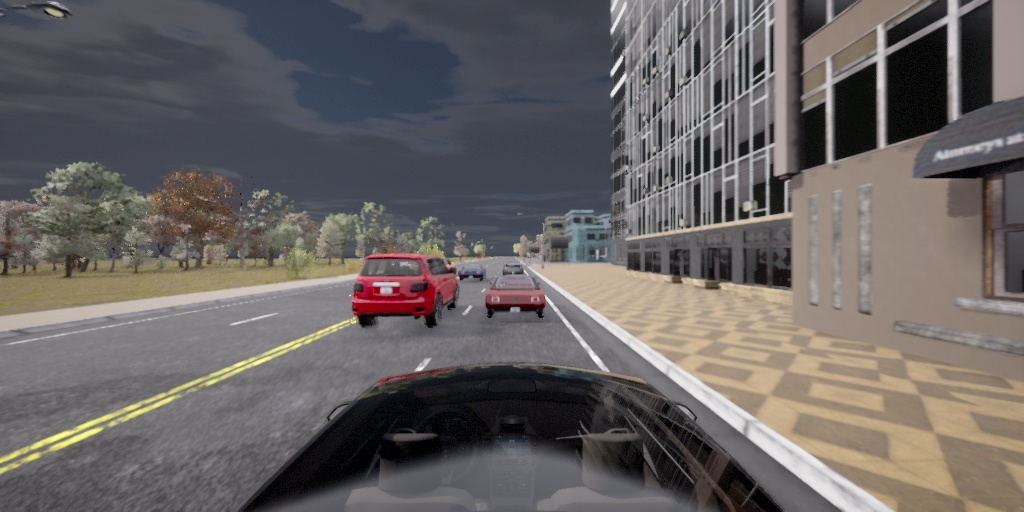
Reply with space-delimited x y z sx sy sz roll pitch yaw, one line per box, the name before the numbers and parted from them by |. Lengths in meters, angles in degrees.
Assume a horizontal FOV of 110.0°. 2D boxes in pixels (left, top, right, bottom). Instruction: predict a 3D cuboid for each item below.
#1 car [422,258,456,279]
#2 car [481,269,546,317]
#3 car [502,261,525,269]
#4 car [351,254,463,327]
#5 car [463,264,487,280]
car | -6.564 1.065 32.672 2.097 1.767 4.553 0 0 0
car | 0.102 1.338 13.066 1.895 1.301 4.718 0 0 0
car | 0.108 1.204 32.806 2.128 1.511 4.902 0 0 0
car | -3.147 0.960 11.656 2.150 2.045 5.566 0 0 0
car | -3.143 1.318 29.584 1.895 1.301 4.718 0 0 0
